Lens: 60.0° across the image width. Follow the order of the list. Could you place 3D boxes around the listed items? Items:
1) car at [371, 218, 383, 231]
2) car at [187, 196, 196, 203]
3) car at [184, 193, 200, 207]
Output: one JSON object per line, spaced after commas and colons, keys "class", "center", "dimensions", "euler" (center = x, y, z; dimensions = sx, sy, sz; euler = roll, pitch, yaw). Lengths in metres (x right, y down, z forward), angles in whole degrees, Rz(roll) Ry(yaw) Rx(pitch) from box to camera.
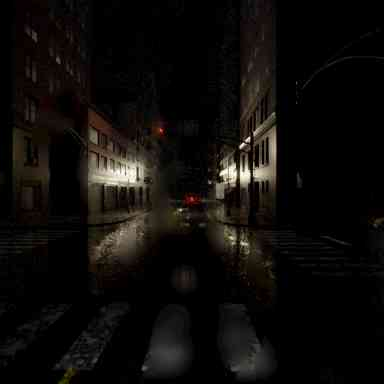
{"class": "car", "center": [12.383, 1.514, 18.053], "dimensions": [4.829, 1.417, 1.752], "euler": [0, 0, 0]}
{"class": "car", "center": [-0.115, 1.547, 71.157], "dimensions": [1.895, 1.301, 4.718], "euler": [0, 0, 0]}
{"class": "car", "center": [-0.012, 1.195, 50.634], "dimensions": [2.150, 2.045, 5.566], "euler": [0, 0, 0]}
